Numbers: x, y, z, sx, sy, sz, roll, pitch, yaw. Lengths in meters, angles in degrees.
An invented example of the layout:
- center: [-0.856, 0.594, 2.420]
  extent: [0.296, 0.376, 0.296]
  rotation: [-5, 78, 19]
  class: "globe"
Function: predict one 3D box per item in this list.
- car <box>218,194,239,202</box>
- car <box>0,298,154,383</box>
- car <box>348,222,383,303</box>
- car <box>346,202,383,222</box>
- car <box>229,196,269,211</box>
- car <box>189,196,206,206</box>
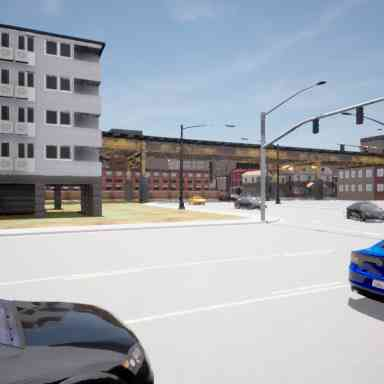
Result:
- center: [8.259, 1.540, 78.709]
  extent: [2.033, 1.411, 5.357]
  rotation: [0, 0, 40]
  class: "car"
- center: [-2.428, 1.564, 2.750]
  extent: [4.181, 1.385, 1.994]
  rotation: [0, 0, -32]
  class: "car"
- center: [5.550, 1.478, 6.903]
  extent: [5.008, 1.535, 1.882]
  rotation: [0, 0, -25]
  class: "car"
- center: [13.400, 1.525, 25.570]
  extent: [1.812, 1.442, 4.674]
  rotation: [1, 0, 5]
  class: "car"
- center: [7.338, 1.547, 42.064]
  extent: [2.033, 1.411, 5.357]
  rotation: [0, 0, -26]
  class: "car"
- center: [0.859, 1.478, 56.534]
  extent: [1.882, 1.535, 5.008]
  rotation: [0, 0, -17]
  class: "car"
